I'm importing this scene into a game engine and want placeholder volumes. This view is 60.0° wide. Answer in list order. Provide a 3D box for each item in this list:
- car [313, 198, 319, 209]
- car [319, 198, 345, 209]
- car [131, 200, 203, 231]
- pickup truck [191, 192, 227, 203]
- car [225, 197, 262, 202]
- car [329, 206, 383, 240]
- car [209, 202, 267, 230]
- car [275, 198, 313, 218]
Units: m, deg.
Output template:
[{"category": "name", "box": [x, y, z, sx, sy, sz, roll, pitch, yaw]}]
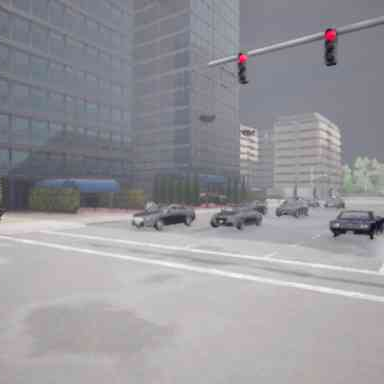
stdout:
[{"category": "car", "box": [16.346, 1.560, 46.415, 1.994, 1.385, 4.181, 0, 0, 36]}, {"category": "car", "box": [18.879, 1.489, 43.939, 2.128, 1.511, 4.902, 0, 0, 36]}, {"category": "car", "box": [-1.689, 1.488, 20.882, 2.128, 1.511, 4.902, 0, 0, 35]}, {"category": "pickup truck", "box": [2.242, 1.051, 49.106, 6.274, 2.098, 2.390, 0, 0, -24]}, {"category": "car", "box": [5.414, 1.486, 30.982, 2.128, 1.511, 4.902, 0, 0, 35]}, {"category": "car", "box": [8.668, 1.600, 17.256, 1.895, 1.301, 4.718, 0, 0, 37]}, {"category": "car", "box": [2.850, 1.561, 21.256, 1.994, 1.385, 4.181, 0, 0, 35]}, {"category": "car", "box": [9.123, 1.502, 30.169, 1.837, 1.490, 4.892, 0, 0, 35]}]
